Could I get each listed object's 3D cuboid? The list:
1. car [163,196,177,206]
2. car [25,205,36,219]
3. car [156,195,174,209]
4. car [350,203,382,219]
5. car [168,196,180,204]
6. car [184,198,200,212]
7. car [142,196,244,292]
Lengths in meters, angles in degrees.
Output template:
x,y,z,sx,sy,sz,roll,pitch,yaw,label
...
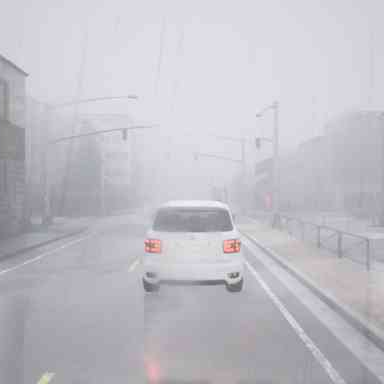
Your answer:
x,y,z,sx,sy,sz,roll,pitch,yaw,label
-3.692,1.491,56.944,2.128,1.511,4.902,0,0,0,car
-15.470,1.398,26.449,5.566,2.045,2.150,0,0,-2,car
-3.687,1.352,46.563,2.097,1.767,4.553,0,0,0,car
16.658,1.740,30.232,4.181,1.385,1.994,0,0,0,car
-3.643,1.547,67.582,2.033,1.411,5.357,0,0,0,car
0.069,1.522,39.936,1.812,1.442,4.674,0,0,1,car
0.036,1.221,9.050,2.150,2.045,5.566,0,0,1,car
